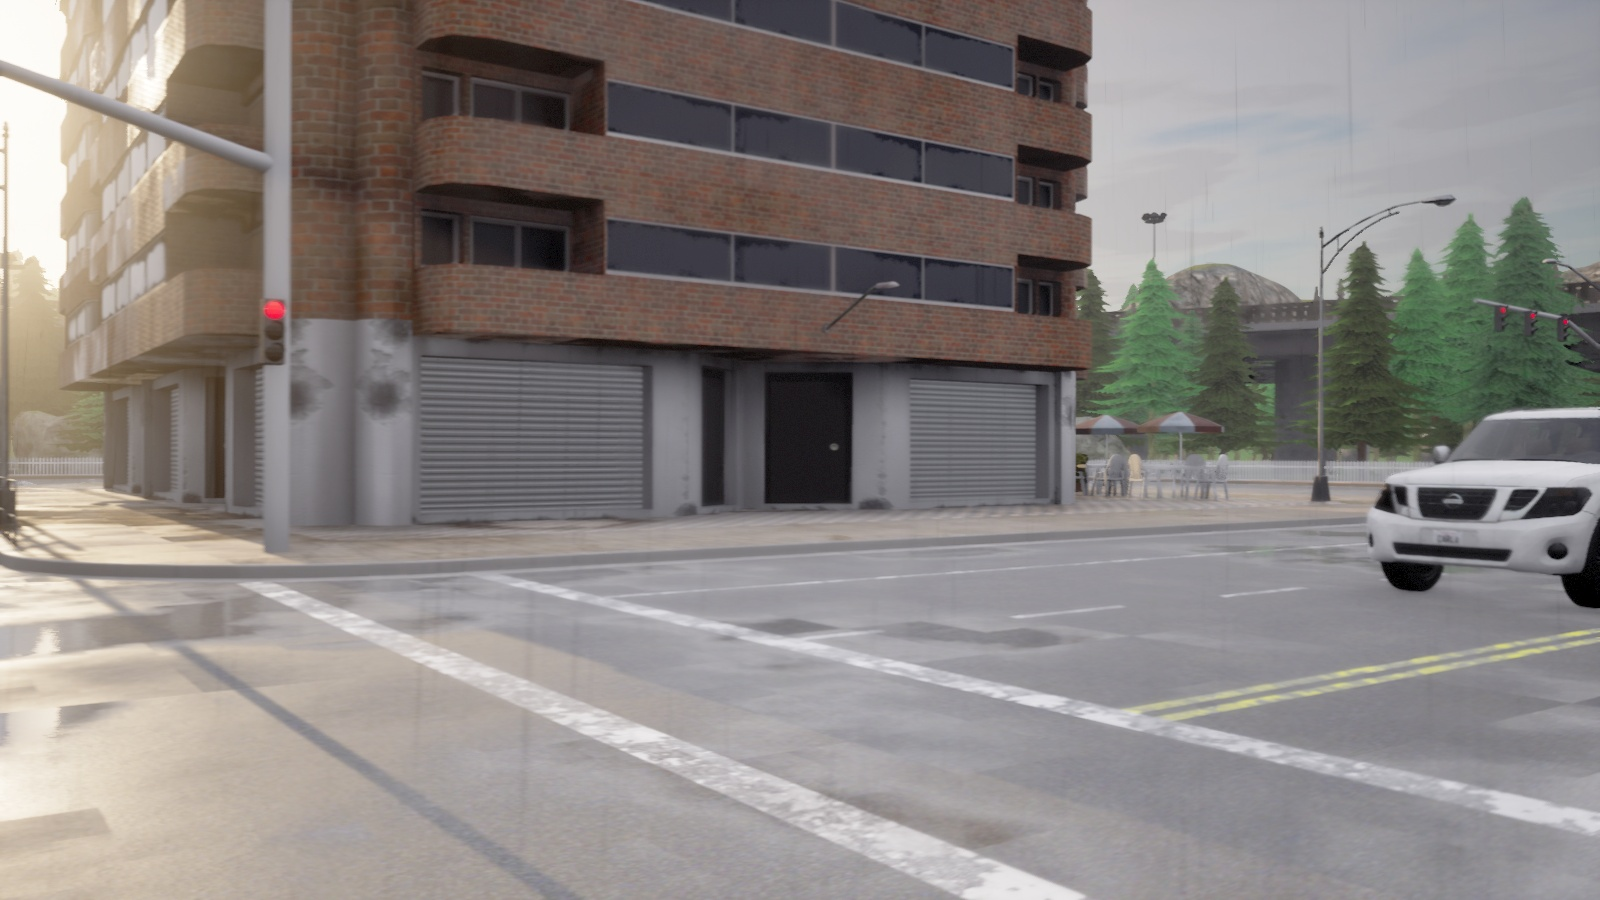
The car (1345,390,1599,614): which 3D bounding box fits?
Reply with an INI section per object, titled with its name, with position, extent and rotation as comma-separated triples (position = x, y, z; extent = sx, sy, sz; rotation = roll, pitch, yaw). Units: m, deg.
[car]
position = 8.645, 0.480, 13.940
extent = 5.566, 2.045, 2.150
rotation = 0, 0, -35
